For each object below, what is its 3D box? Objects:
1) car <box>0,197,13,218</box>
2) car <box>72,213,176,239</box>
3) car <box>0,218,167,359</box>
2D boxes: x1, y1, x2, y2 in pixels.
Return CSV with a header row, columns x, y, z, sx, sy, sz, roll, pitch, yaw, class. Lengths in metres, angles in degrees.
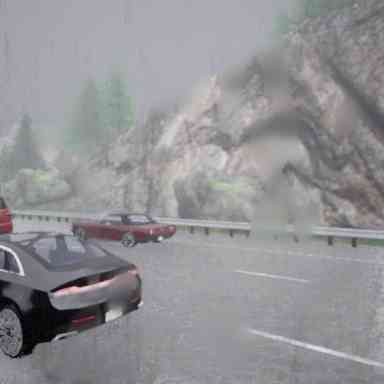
x,y,z,sx,sy,sz,roll,pitch,yaw,class
-10.300,1.164,14.923,5.566,2.045,2.150,0,0,33,car
-3.099,1.550,14.386,4.718,1.301,1.895,0,0,33,car
-3.082,1.469,5.957,4.902,1.511,2.128,0,0,34,car
